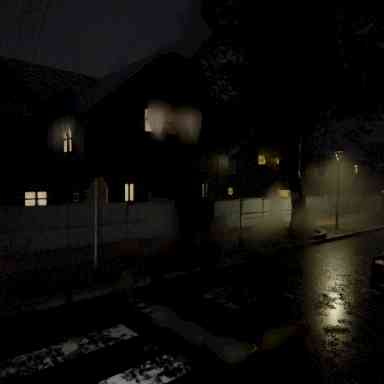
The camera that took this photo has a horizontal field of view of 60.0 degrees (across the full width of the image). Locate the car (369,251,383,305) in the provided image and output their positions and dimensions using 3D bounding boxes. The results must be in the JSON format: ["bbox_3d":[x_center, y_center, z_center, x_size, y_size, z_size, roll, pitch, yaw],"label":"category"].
[{"bbox_3d":[5.298,1.427,6.750,4.902,1.511,2.128,0,2,-42],"label":"car"}]
